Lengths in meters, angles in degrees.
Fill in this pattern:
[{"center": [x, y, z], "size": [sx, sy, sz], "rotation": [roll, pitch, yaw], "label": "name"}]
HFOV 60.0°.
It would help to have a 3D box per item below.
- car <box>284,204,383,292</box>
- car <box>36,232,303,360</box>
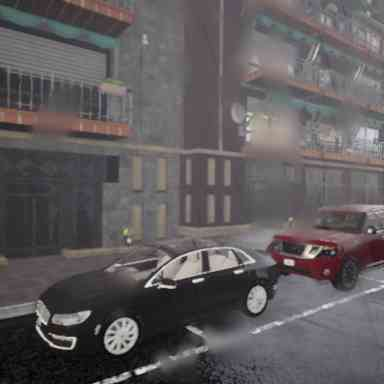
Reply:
[{"center": [4.301, 1.304, 9.146], "size": [5.009, 1.841, 2.192], "rotation": [0, 1, -35], "label": "car"}, {"center": [-0.319, 1.547, 5.858], "size": [4.403, 1.369, 2.008], "rotation": [0, 1, -35], "label": "car"}]
